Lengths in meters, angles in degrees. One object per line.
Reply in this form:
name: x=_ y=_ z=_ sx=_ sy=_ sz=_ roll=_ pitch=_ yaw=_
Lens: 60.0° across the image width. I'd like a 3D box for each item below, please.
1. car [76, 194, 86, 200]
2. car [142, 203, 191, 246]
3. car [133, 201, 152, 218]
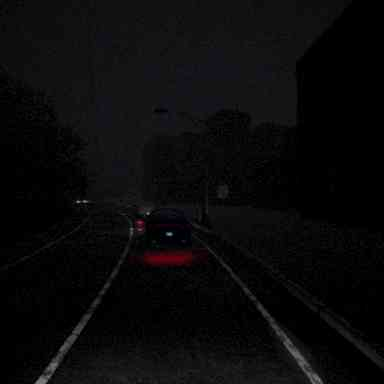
car: x=-24.145 y=1.038 z=72.911 sx=1.837 sy=1.490 sz=4.892 roll=2 pitch=0 yaw=-17
car: x=-1.223 y=1.501 z=15.430 sx=1.882 sy=1.535 sz=5.008 roll=1 pitch=0 yaw=-8
car: x=-4.310 y=1.584 z=30.368 sx=1.812 sy=1.442 sz=4.674 roll=1 pitch=0 yaw=-15
